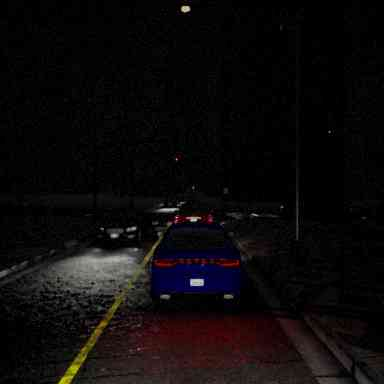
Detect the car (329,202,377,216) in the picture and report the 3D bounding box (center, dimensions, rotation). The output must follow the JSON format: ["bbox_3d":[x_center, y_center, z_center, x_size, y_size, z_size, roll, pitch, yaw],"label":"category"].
[{"bbox_3d":[17.762,1.841,36.835,4.403,1.369,2.008,1,-1,0],"label":"car"}]

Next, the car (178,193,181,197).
[{"bbox_3d":[-3.118,1.501,60.018,1.837,1.490,4.892,0,1,0],"label":"car"}]

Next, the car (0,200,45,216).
[{"bbox_3d":[-14.792,1.366,28.194,4.403,1.369,2.008,1,-1,0],"label":"car"}]

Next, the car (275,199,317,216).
[{"bbox_3d":[10.930,1.538,34.155,4.553,1.767,2.097,1,0,0],"label":"car"}]

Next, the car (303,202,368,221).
[{"bbox_3d":[12.116,1.774,28.307,4.313,1.339,1.947,1,-1,0],"label":"car"}]

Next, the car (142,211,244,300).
[{"bbox_3d":[0.095,1.477,8.461,1.882,1.535,5.008,0,0,0],"label":"car"}]

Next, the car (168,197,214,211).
[{"bbox_3d":[0.108,1.351,17.615,2.097,1.767,4.553,0,0,1],"label":"car"}]

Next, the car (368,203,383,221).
[{"bbox_3d":[17.929,1.823,28.311,4.829,1.417,1.752,1,-1,0],"label":"car"}]

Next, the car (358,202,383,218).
[{"bbox_3d":[19.896,1.851,34.163,4.674,1.442,1.812,1,0,0],"label":"car"}]

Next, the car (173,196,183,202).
[{"bbox_3d":[-3.057,1.595,74.128,1.895,1.301,4.718,0,0,0],"label":"car"}]

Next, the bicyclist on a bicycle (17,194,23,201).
[{"bbox_3d":[-20.523,1.029,39.675,0.582,1.620,1.656,1,0,0],"label":"bicyclist on a bicycle"}]

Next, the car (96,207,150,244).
[{"bbox_3d":[-3.112,1.491,15.784,2.128,1.511,4.902,0,0,0],"label":"car"}]

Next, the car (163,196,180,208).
[{"bbox_3d":[-3.138,1.490,48.744,2.128,1.511,4.902,0,0,-2],"label":"car"}]
